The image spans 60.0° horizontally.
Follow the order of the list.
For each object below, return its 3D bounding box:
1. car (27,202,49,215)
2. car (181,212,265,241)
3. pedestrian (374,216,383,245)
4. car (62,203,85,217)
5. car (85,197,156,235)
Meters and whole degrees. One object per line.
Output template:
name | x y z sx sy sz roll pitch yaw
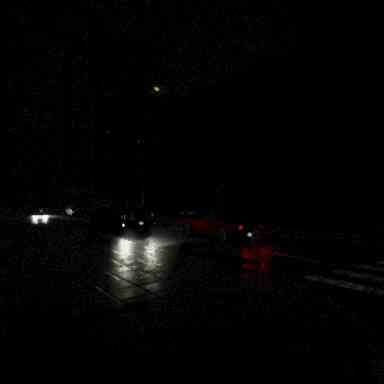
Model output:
car | -18.901 2.007 40.650 2.128 1.511 4.902 1 -2 -35
car | 1.371 1.672 17.026 1.895 1.301 4.718 1 -1 -35
pedestrian | 7.542 1.549 13.356 0.500 1.100 0.500 0 0 -35
car | -13.048 1.989 37.358 2.033 1.411 5.357 1 -1 -35
car | -4.284 1.333 19.907 2.150 2.045 5.566 1 -1 -35
